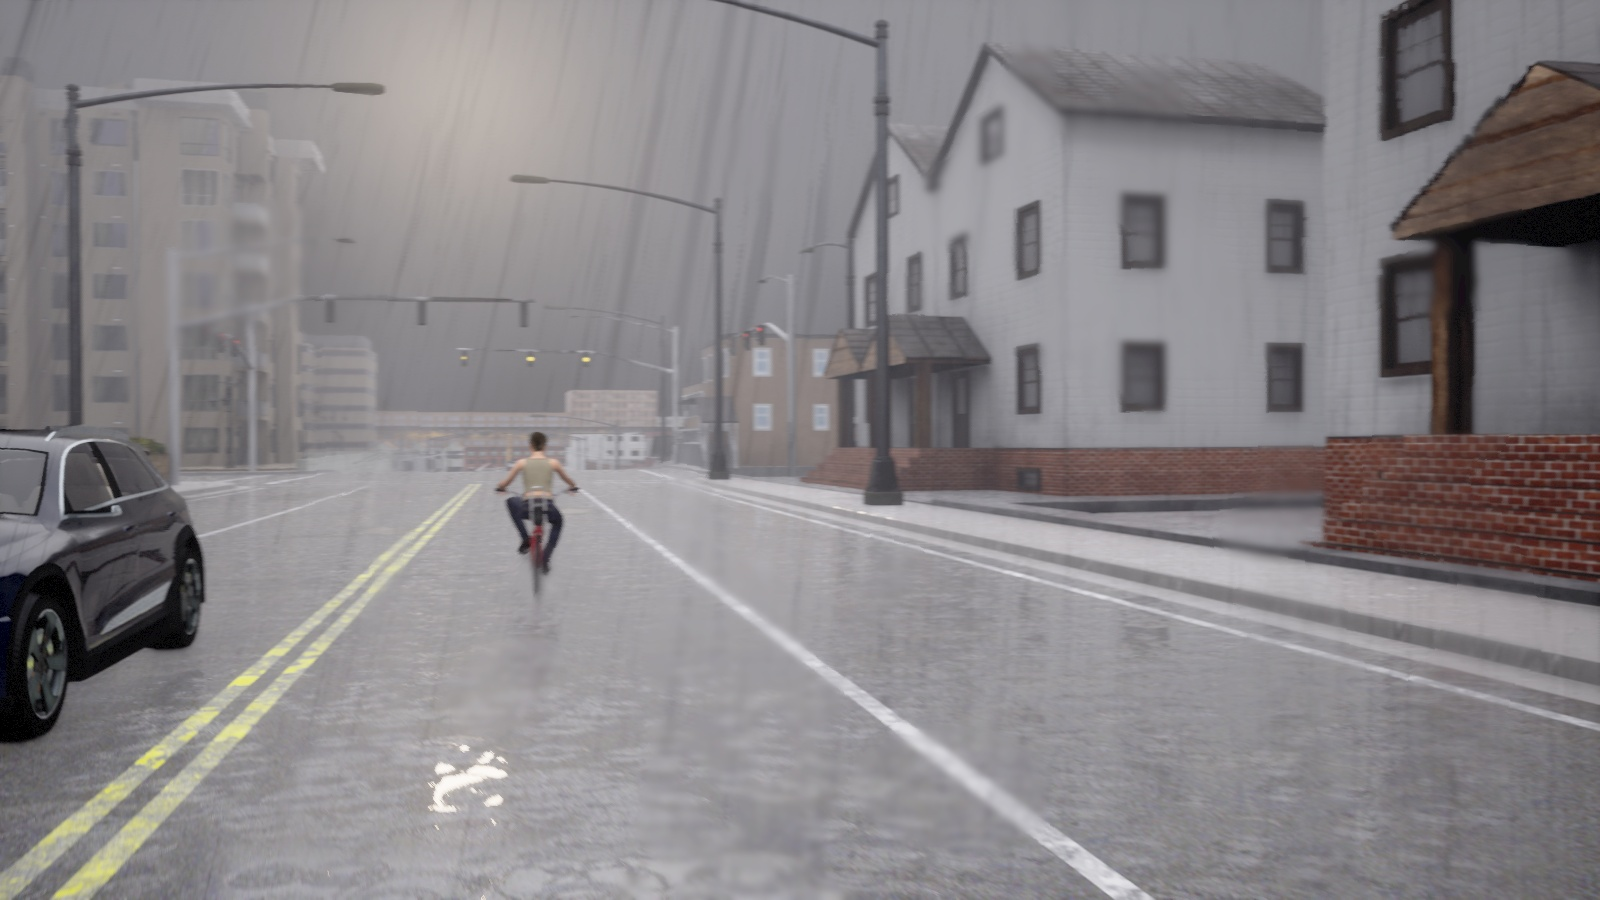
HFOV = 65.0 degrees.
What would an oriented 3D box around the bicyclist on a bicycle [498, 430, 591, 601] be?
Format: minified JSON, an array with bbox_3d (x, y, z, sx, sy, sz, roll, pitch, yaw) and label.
[{"bbox_3d":[-2.591,0.615,12.718,0.866,1.612,1.509,0,0,-12],"label":"bicyclist on a bicycle"}]

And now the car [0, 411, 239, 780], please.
[{"bbox_3d":[-5.074,0.643,7.688,2.033,1.649,4.856,0,0,-12],"label":"car"}]
